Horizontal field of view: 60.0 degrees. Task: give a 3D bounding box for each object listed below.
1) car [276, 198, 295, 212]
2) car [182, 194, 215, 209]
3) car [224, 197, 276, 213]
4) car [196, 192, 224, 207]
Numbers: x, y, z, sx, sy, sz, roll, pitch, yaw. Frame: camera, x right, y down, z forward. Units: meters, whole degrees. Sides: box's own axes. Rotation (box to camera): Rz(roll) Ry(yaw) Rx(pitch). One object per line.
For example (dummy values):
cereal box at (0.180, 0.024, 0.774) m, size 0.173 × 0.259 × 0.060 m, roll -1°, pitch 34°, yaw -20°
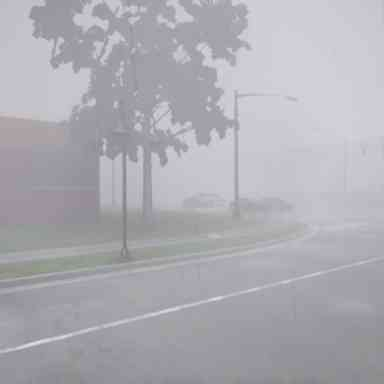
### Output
car at (9.084, 1.371, 36.799) m, size 1.837 × 1.490 × 4.892 m, roll 0°, pitch 0°, yaw -34°
car at (0.481, 1.386, 43.384) m, size 1.837 × 1.490 × 4.892 m, roll 0°, pitch 0°, yaw -33°
car at (6.014, 1.360, 35.096) m, size 1.882 × 1.535 × 5.008 m, roll 0°, pitch 0°, yaw -34°
car at (2.461, 1.085, 46.738) m, size 2.150 × 2.045 × 5.566 m, roll 0°, pitch 0°, yaw -34°
